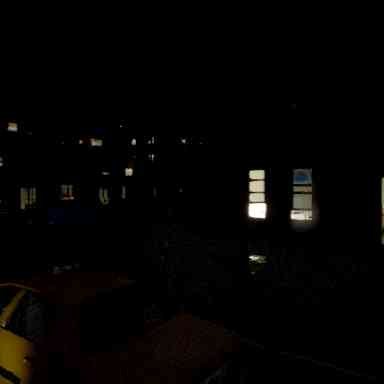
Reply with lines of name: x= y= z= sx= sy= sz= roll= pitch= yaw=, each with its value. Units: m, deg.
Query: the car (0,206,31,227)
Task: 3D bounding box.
car: x=-12.816 y=1.563 z=21.091 sx=1.837 sy=1.490 sz=4.892 roll=1 pitch=0 yaw=35

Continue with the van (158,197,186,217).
van: x=-1.554 y=1.432 z=32.341 sx=1.690 sy=1.788 sz=3.998 roll=0 pitch=0 yaw=35

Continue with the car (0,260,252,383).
car: x=-1.703 y=1.524 z=4.094 sx=4.829 sy=1.417 sz=1.752 roll=0 pitch=0 yaw=36

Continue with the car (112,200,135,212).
car: x=-8.481 y=1.555 z=37.060 sx=1.752 sy=1.417 sz=4.829 roll=0 pitch=0 yaw=35

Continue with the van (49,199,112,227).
van: x=-7.936 y=1.404 z=23.328 sx=1.690 sy=1.788 sz=3.998 roll=0 pitch=0 yaw=35

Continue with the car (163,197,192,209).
car: x=-1.999 y=1.502 z=46.212 sx=1.967 sy=1.590 sz=4.097 roll=0 pitch=0 yaw=35
